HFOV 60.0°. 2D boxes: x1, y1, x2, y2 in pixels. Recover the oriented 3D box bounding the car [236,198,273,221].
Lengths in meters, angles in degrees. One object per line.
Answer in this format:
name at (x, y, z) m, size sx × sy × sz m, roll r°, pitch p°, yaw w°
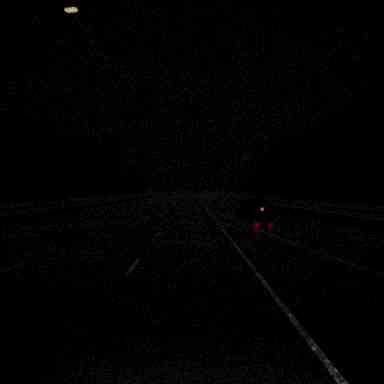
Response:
car at (4.840, 1.294, 26.062) m, size 2.033 × 1.649 × 4.856 m, roll 0°, pitch 0°, yaw -5°
